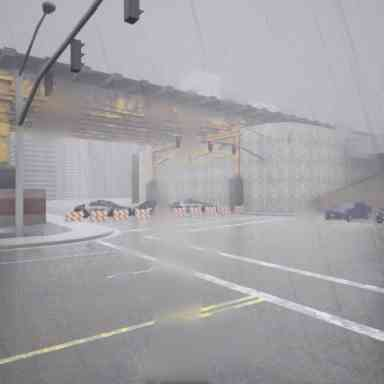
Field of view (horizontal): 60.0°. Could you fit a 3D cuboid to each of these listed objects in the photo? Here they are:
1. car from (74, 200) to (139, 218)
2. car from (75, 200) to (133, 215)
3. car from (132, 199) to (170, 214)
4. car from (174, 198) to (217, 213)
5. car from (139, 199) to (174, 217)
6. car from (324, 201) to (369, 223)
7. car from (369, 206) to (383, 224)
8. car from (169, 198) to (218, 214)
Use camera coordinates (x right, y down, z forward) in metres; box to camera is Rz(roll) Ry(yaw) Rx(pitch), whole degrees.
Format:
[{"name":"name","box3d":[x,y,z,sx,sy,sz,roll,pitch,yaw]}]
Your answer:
[{"name":"car","box3d":[-7.509,1.453,28.824,4.974,1.542,2.038,0,0,8]},{"name":"car","box3d":[-7.560,1.295,28.831,4.536,1.218,1.853,0,0,8]},{"name":"car","box3d":[-3.750,1.295,31.561,1.853,1.218,4.536,0,0,18]},{"name":"car","box3d":[0.091,1.295,35.267,4.536,1.218,1.853,0,0,-7]},{"name":"car","box3d":[-3.766,1.453,31.511,2.038,1.542,4.974,0,0,18]},{"name":"car","box3d":[12.294,1.477,26.099,5.008,1.535,1.882,0,0,-40]},{"name":"car","box3d":[14.806,1.505,23.659,4.892,1.490,1.837,0,0,-39]},{"name":"car","box3d":[0.142,1.453,35.273,4.974,1.542,2.038,0,0,-7]}]
